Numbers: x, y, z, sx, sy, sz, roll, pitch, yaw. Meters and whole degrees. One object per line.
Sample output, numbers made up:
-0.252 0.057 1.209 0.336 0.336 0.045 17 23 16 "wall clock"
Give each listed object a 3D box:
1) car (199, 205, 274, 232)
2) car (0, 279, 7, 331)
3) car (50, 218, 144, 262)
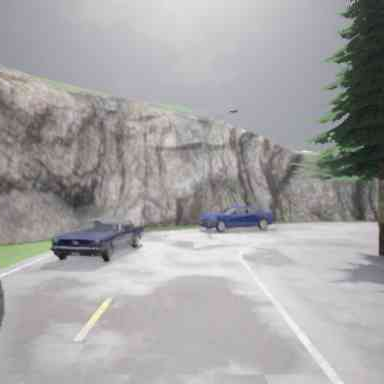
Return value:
2.854 1.626 21.306 5.008 1.535 1.882 0 0 -24 "car"
-3.572 1.521 2.770 2.128 1.511 4.902 0 0 0 "car"
-3.411 1.702 12.885 1.895 1.301 4.718 0 0 9 "car"
